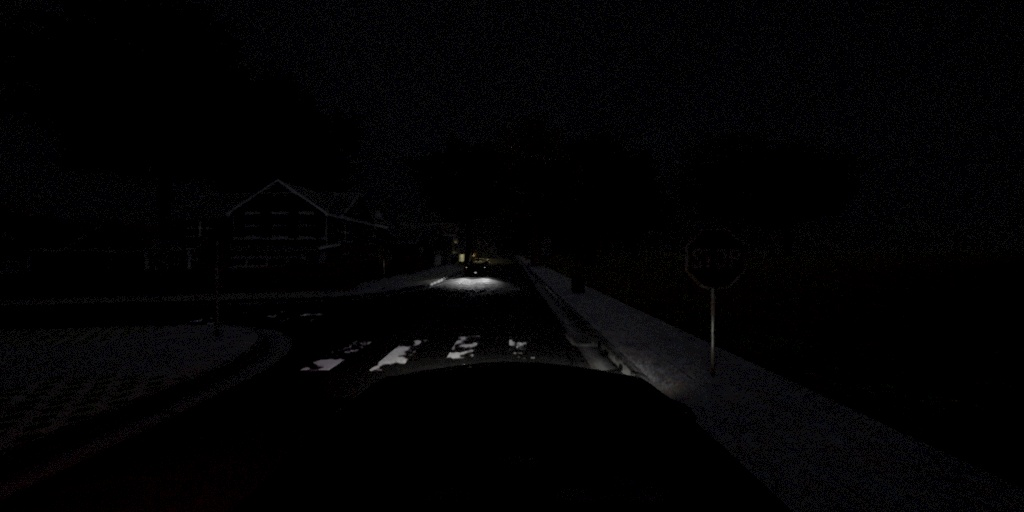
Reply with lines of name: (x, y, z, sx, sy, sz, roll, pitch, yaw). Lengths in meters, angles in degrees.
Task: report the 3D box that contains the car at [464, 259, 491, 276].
car: (-2.807, 0.947, 29.801, 1.895, 1.301, 4.718, 0, 1, 0)
